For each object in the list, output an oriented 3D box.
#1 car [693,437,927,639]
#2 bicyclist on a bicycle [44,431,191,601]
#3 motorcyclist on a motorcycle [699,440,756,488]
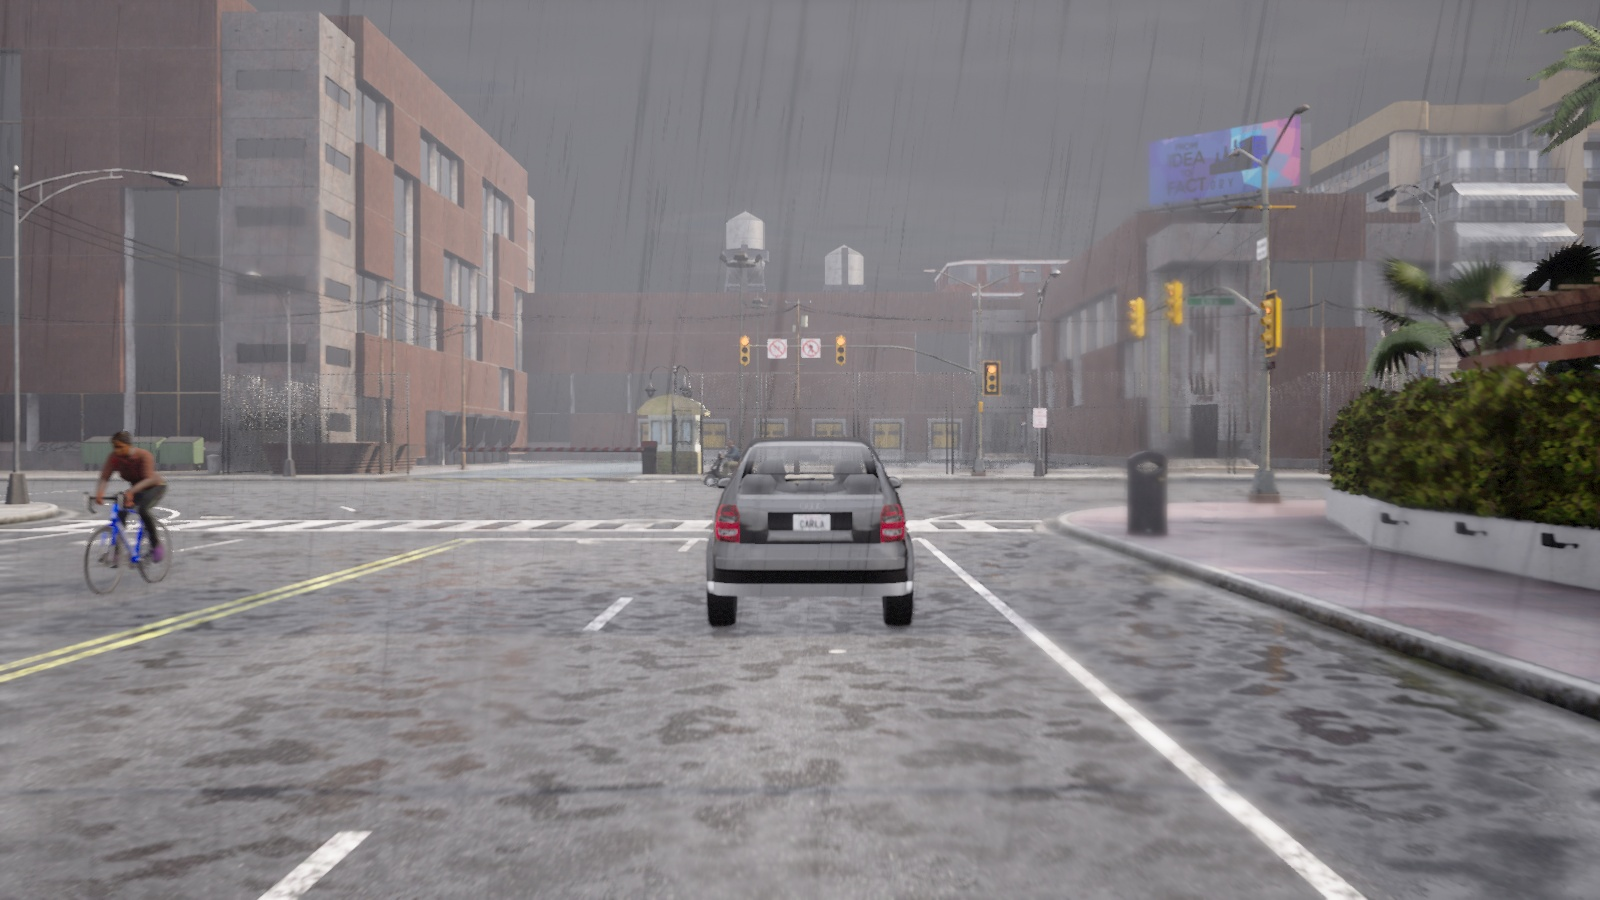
[{"bbox_3d":[0.084,0.661,11.458,1.789,1.549,3.705,0,0,0],"label":"car"},{"bbox_3d":[-6.912,0.622,12.814,0.582,1.620,1.656,0,1,0],"label":"bicyclist on a bicycle"},{"bbox_3d":[-2.461,0.459,42.605,1.817,1.590,0.866,0,0,-15],"label":"motorcyclist on a motorcycle"}]
